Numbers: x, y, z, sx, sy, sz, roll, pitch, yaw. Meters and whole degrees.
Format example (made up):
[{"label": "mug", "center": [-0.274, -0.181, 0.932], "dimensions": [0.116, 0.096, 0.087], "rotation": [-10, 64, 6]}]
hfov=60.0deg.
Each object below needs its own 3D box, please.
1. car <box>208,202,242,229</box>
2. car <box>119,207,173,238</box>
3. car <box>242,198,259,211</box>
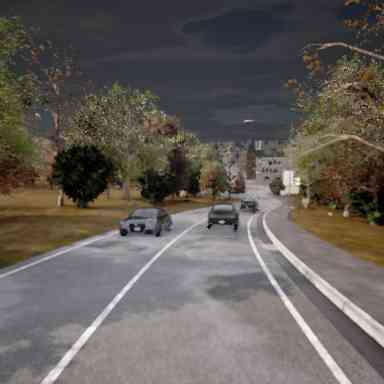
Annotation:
[{"label": "car", "center": [2.128, 1.494, 21.658], "dimensions": [1.837, 1.490, 4.892], "rotation": [1, 0, 9]}, {"label": "car", "center": [-2.267, 1.501, 17.300], "dimensions": [1.994, 1.385, 4.181], "rotation": [1, 0, 8]}, {"label": "car", "center": [7.323, 1.537, 42.184], "dimensions": [1.837, 1.490, 4.892], "rotation": [2, 0, 18]}]
